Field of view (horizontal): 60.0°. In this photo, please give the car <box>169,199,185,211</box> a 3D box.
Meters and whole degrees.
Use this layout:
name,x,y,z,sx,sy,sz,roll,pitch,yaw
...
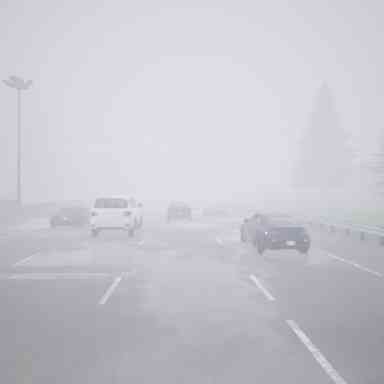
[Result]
name,x,y,z,sx,sy,sz,roll,pitch,yaw
car,-1.876,1.559,41.337,1.994,1.385,4.181,0,0,-3

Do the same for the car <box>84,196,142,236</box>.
name,x,y,z,sx,sy,sz,roll,pitch,yaw
car,-4.098,1.221,18.651,2.150,2.045,5.566,0,0,-3

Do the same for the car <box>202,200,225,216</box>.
name,x,y,z,sx,sy,sz,roll,pitch,yaw
car,2.111,1.522,32.927,1.812,1.442,4.674,0,0,-3

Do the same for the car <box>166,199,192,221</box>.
name,x,y,z,sx,sy,sz,roll,pitch,yaw
car,-1.075,1.475,27.228,1.882,1.535,5.008,0,0,-3

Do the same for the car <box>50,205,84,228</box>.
name,x,y,z,sx,sy,sz,roll,pitch,yaw
car,-7.799,1.561,22.096,1.994,1.385,4.181,0,0,-3

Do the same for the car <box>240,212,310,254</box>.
name,x,y,z,sx,sy,sz,roll,pitch,yaw
car,3.174,1.524,13.350,1.812,1.442,4.674,0,0,-3

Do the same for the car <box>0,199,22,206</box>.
name,x,y,z,sx,sy,sz,roll,pitch,yaw
car,-19.179,1.500,34.050,1.837,1.490,4.892,0,0,-3
